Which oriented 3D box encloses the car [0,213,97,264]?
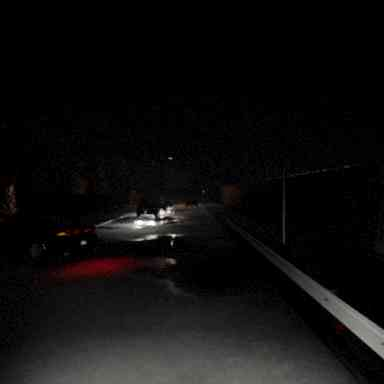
[{"bbox_3d":[-5.664,1.477,11.846,5.008,1.535,1.882,0,-2,28],"label":"car"}]

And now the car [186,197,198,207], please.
[{"bbox_3d":[0.009,1.521,52.168,1.812,1.442,4.674,0,0,0],"label":"car"}]

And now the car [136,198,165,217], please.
[{"bbox_3d":[-4.090,1.489,31.704,2.128,1.511,4.902,0,0,0],"label":"car"}]

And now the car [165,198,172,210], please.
[{"bbox_3d":[-4.066,1.488,41.184,2.128,1.511,4.902,0,0,0],"label":"car"}]
